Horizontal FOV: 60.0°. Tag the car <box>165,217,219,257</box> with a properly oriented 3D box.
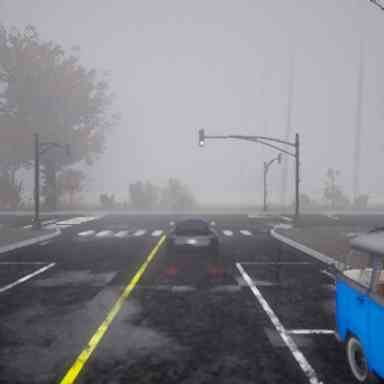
[{"bbox_3d":[0.019,1.699,13.499,1.994,1.385,4.181,0,0,0],"label":"car"}]

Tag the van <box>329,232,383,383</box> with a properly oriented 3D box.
[{"bbox_3d":[2.673,1.371,2.849,1.690,1.788,3.998,-1,-1,0],"label":"van"}]
